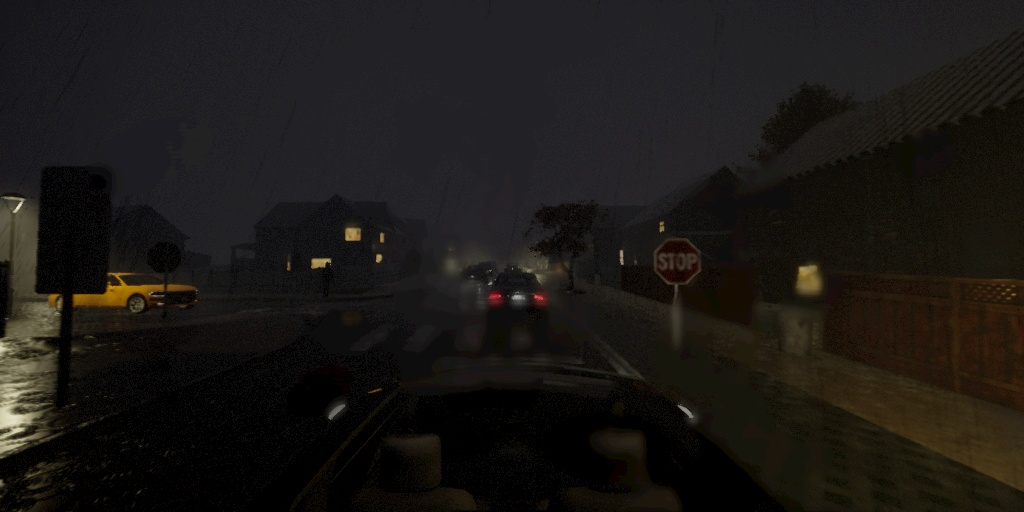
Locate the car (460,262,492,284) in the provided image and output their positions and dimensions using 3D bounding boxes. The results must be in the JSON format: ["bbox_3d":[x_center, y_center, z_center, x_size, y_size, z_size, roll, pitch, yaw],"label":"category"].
[{"bbox_3d":[-2.853,1.407,28.244,1.994,1.385,4.181,0,0,-1],"label":"car"}]

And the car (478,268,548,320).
[{"bbox_3d":[0.152,1.273,12.339,2.033,1.411,5.357,1,-1,0],"label":"car"}]

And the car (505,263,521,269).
[{"bbox_3d":[0.084,1.486,43.659,1.994,1.385,4.181,0,0,0],"label":"car"}]

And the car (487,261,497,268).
[{"bbox_3d":[-2.841,1.395,37.937,1.837,1.490,4.892,0,0,0],"label":"car"}]

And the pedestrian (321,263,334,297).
[{"bbox_3d":[-9.910,1.231,19.155,0.375,1.860,0.375,0,-2,5],"label":"pedestrian"}]

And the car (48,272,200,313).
[{"bbox_3d":[-14.879,1.384,13.892,5.008,1.535,1.882,-1,-3,6],"label":"car"}]
